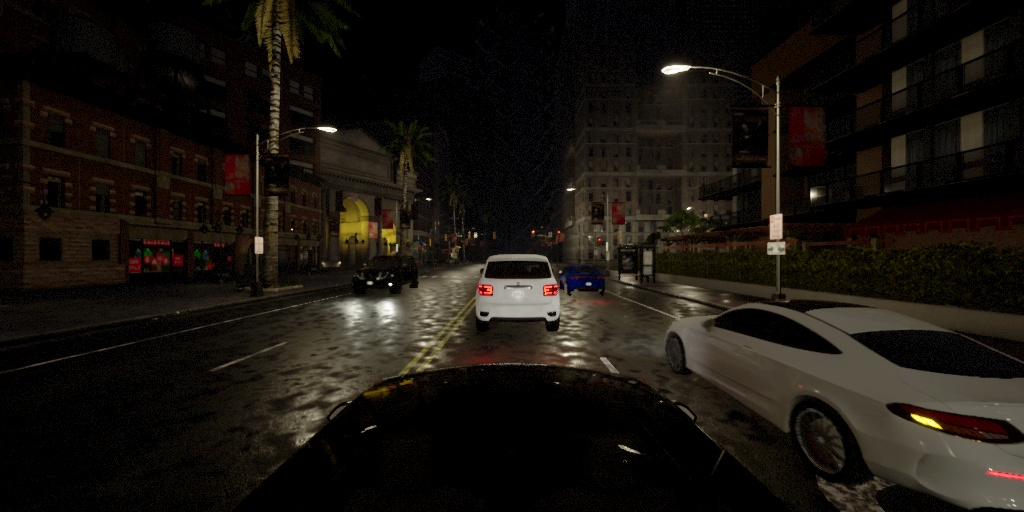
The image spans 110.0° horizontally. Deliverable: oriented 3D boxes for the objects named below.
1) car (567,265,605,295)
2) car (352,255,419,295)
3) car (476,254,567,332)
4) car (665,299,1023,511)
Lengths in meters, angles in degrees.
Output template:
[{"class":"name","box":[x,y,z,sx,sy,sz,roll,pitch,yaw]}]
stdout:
[{"class":"car","box":[3.708,1.228,19.725,1.882,1.535,5.008,0,0,0]},{"class":"car","box":[-6.894,0.968,20.214,2.150,2.045,5.566,0,0,0]},{"class":"car","box":[0.157,0.972,11.063,2.150,2.045,5.566,0,0,0]},{"class":"car","box":[3.647,1.275,4.507,1.812,1.442,4.674,0,0,0]}]
